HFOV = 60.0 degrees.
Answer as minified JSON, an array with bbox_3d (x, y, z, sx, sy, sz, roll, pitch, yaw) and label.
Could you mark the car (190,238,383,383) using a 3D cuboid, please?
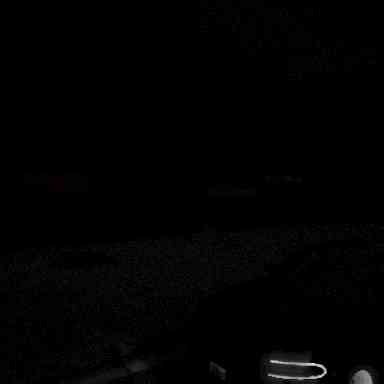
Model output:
[{"bbox_3d":[2.281,1.481,4.692,5.008,1.535,1.882,0,0,-36],"label":"car"}]
